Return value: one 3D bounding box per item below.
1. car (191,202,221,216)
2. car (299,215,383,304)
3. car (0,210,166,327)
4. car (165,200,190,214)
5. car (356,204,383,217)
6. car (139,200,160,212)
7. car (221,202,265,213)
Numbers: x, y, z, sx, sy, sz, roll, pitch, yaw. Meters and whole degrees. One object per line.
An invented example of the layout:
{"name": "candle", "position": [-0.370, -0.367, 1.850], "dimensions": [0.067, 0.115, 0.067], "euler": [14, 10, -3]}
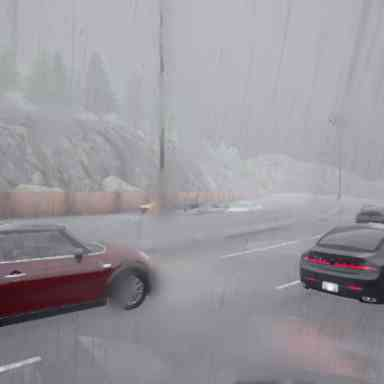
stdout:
{"name": "car", "position": [2.218, 1.724, 31.107], "dimensions": [1.895, 1.301, 4.718], "euler": [0, 0, 36]}
{"name": "car", "position": [4.379, 1.508, 7.781], "dimensions": [4.892, 1.490, 1.837], "euler": [0, 0, -42]}
{"name": "car", "position": [-2.900, 1.376, 6.305], "dimensions": [4.553, 1.767, 2.097], "euler": [0, 0, -37]}
{"name": "car", "position": [-0.602, 1.278, 33.184], "dimensions": [1.994, 1.385, 4.181], "euler": [0, 0, 36]}
{"name": "car", "position": [11.320, 1.510, 20.170], "dimensions": [1.837, 1.490, 4.892], "euler": [0, 0, 39]}
{"name": "car", "position": [-3.437, 1.584, 35.234], "dimensions": [1.882, 1.535, 5.008], "euler": [0, 0, 36]}
{"name": "car", "position": [4.682, 1.571, 28.600], "dimensions": [1.812, 1.442, 4.674], "euler": [0, 0, 37]}
